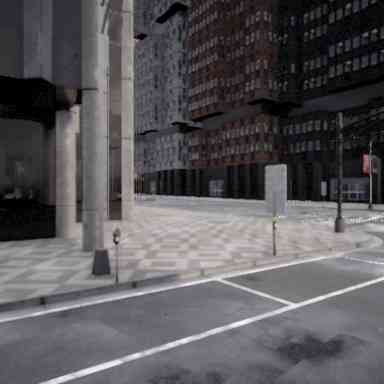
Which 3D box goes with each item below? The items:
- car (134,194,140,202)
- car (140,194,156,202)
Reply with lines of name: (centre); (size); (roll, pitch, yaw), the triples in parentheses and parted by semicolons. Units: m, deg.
car: (-10.310, 0.944, 51.590); (1.895, 1.301, 4.718); (0, 1, -35)
car: (-7.676, 0.940, 53.493); (1.895, 1.301, 4.718); (0, 1, -35)
